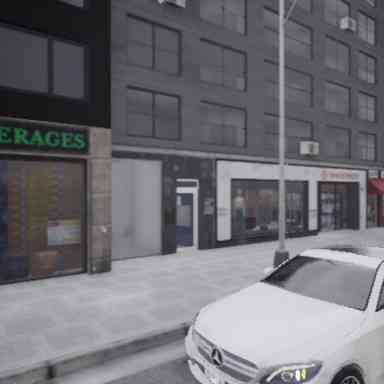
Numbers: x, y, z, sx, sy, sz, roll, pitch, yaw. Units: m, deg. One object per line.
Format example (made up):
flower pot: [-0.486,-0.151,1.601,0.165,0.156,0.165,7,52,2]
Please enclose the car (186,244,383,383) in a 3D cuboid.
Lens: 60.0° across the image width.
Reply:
car: [2.112,1.527,4.578,4.674,1.442,1.812,0,0,-36]
